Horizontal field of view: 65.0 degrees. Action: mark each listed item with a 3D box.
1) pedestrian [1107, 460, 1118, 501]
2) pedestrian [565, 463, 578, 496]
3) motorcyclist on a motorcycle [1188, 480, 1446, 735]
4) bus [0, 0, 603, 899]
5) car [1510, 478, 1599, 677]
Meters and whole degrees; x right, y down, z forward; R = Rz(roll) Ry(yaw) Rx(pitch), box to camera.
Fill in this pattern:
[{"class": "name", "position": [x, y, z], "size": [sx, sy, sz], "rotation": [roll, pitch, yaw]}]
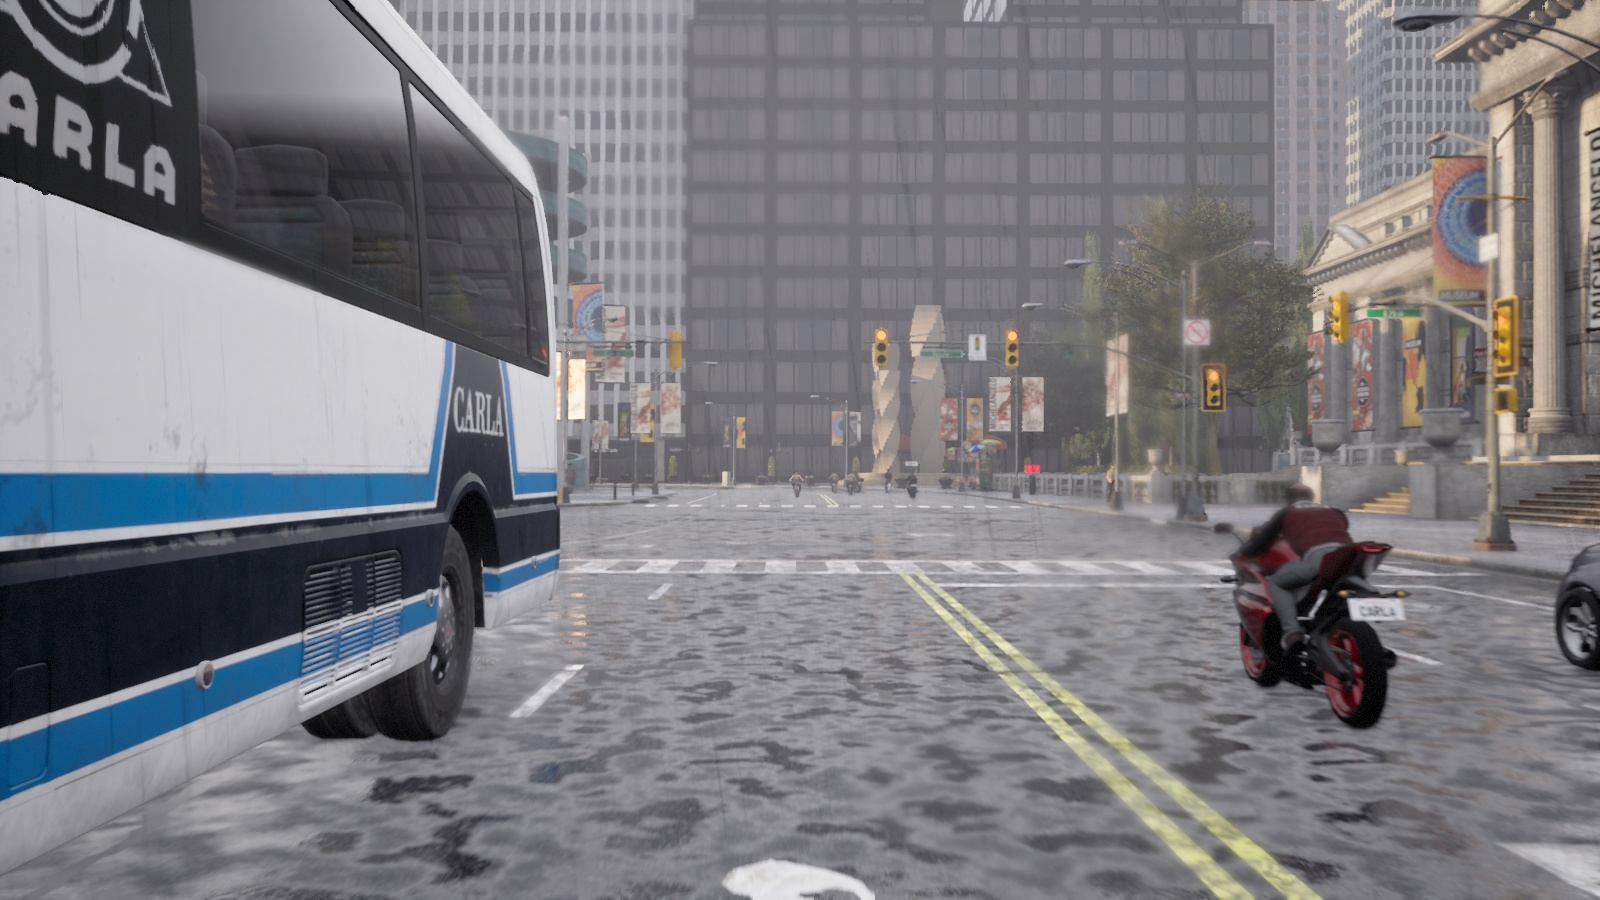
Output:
[{"class": "pedestrian", "position": [14.080, 1.362, 56.559], "size": [0.345, 1.836, 0.594], "rotation": [0, -1, 0]}, {"class": "pedestrian", "position": [-13.652, 1.780, 74.918], "size": [0.659, 1.952, 0.873], "rotation": [0, -1, -3]}, {"class": "motorcyclist on a motorcycle", "position": [3.478, 0.982, 8.719], "size": [0.866, 1.530, 2.191], "rotation": [0, -1, 0]}, {"class": "bus", "position": [-3.528, -0.468, 4.738], "size": [3.944, 4.253, 10.273], "rotation": [0, -1, 0]}, {"class": "car", "position": [6.979, 0.947, 8.861], "size": [1.845, 1.501, 3.633], "rotation": [0, -1, 0]}]
